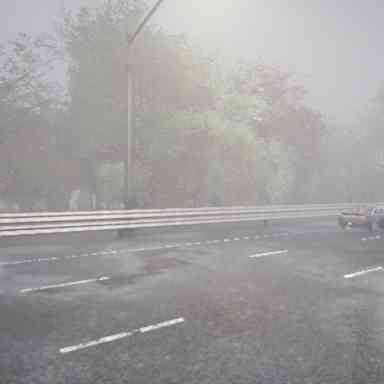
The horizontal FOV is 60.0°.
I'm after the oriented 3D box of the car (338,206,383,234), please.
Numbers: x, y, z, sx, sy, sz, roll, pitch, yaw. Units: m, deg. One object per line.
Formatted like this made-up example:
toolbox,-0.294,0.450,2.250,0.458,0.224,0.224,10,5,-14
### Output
car,10.814,1.587,20.012,4.902,1.511,2.128,0,0,-35
